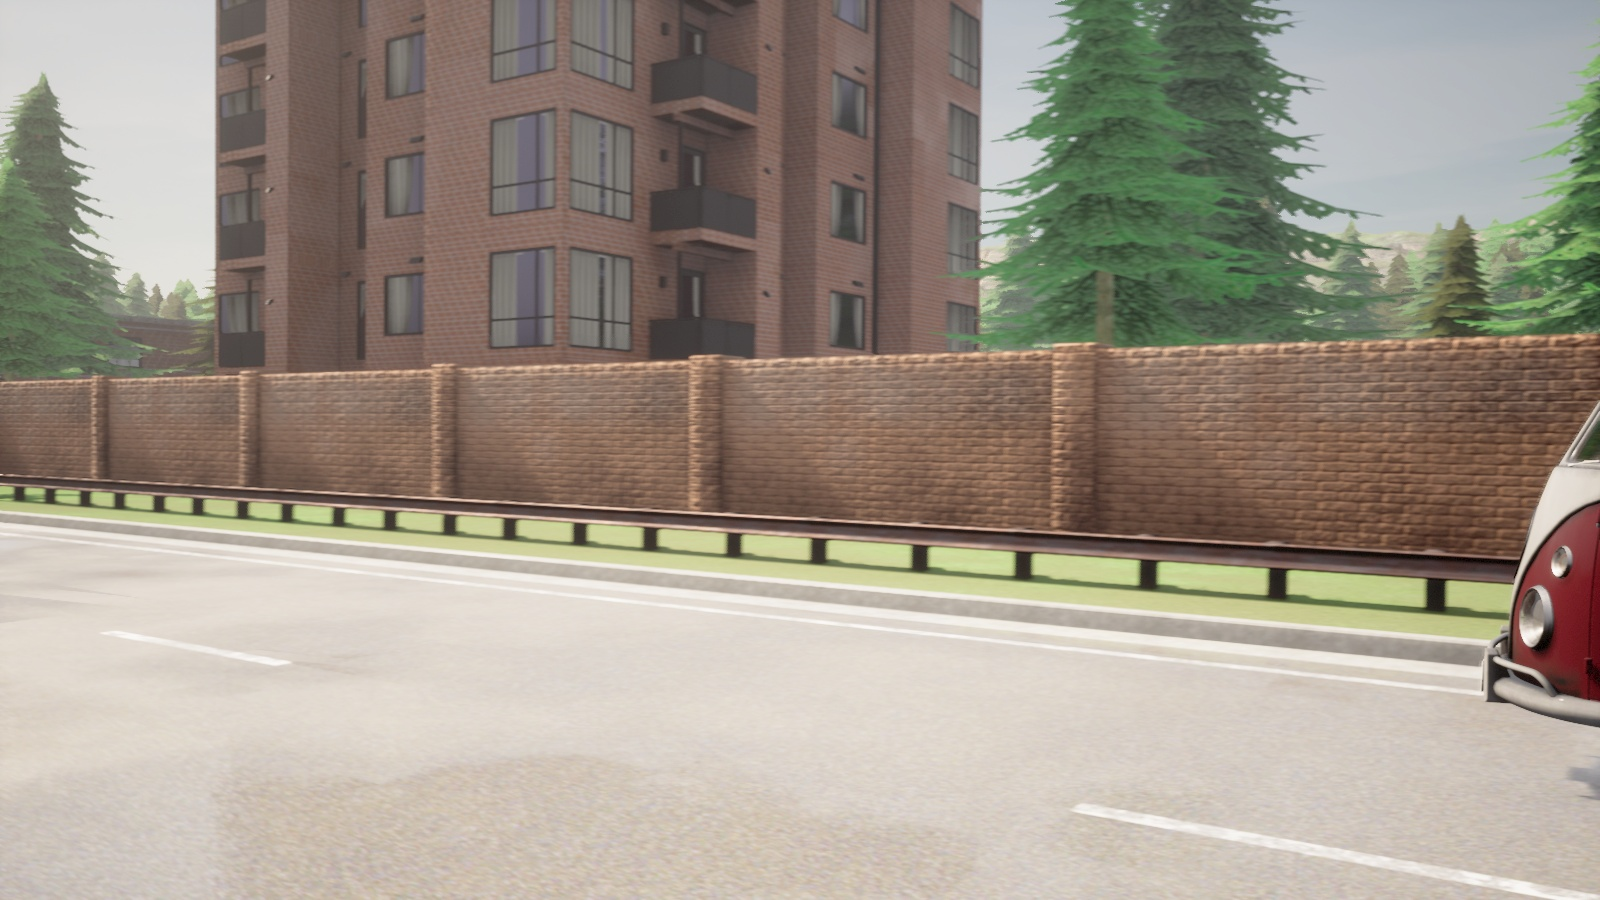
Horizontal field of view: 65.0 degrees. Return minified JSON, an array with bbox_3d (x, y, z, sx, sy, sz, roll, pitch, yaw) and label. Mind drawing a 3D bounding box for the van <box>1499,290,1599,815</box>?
[{"bbox_3d":[5.087,0.377,4.440,4.442,1.987,1.775,0,1,34],"label":"van"}]
